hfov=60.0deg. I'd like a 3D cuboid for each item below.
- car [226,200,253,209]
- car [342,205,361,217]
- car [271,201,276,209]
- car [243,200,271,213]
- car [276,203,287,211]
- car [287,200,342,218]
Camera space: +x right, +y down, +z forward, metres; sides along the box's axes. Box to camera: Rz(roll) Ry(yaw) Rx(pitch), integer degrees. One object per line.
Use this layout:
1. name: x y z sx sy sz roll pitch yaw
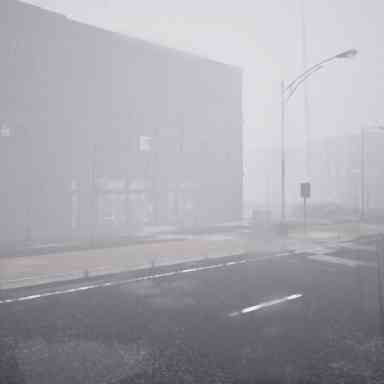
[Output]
1. car: 7.565 1.963 53.449 1.802 1.307 4.206 -2 0 -36
2. car: 14.317 1.763 34.088 2.033 1.411 5.357 -1 0 -36
3. car: 10.787 1.901 48.949 1.802 1.307 4.206 -2 0 -36
4. car: 7.482 1.856 43.636 1.837 1.490 4.892 -1 -1 -36
5. car: 14.009 1.807 44.448 2.008 1.369 4.403 -2 0 -36
6. car: 11.954 1.811 32.715 1.947 1.339 4.313 -2 0 -36
